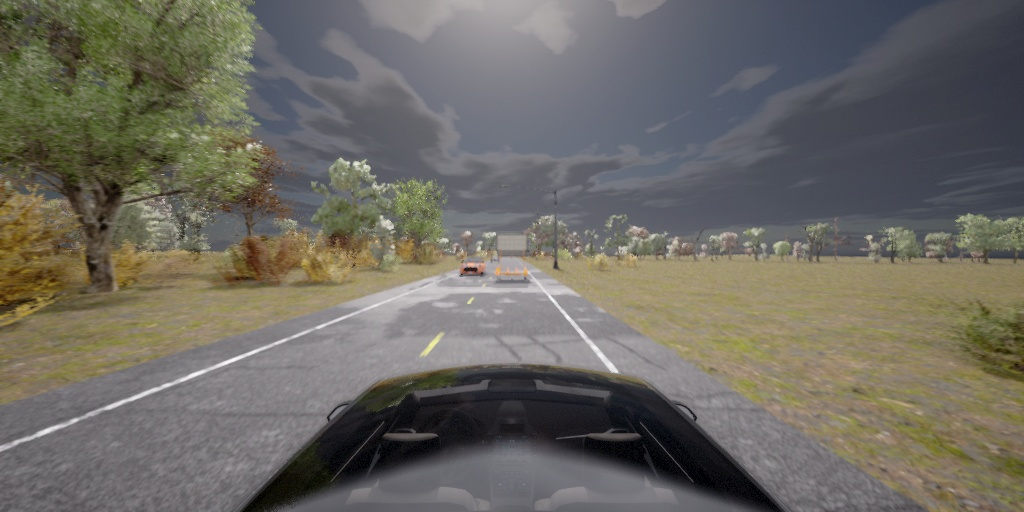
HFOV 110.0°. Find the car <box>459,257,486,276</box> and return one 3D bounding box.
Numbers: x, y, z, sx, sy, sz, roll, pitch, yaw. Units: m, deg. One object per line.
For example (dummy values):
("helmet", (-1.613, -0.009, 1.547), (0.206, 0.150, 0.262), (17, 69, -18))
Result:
("car", (-3.572, 0.866, 33.301), (2.097, 1.767, 4.553), (0, 0, 0))

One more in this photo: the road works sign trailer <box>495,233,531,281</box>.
("road works sign trailer", (0.008, 0.020, 27.533), (2.380, 3.560, 2.880), (0, 0, 0))
